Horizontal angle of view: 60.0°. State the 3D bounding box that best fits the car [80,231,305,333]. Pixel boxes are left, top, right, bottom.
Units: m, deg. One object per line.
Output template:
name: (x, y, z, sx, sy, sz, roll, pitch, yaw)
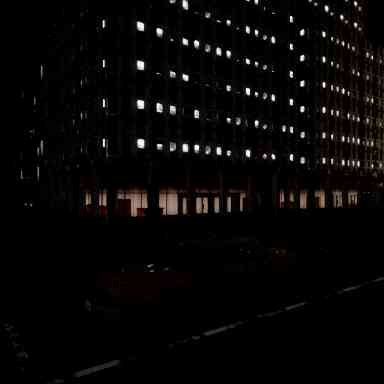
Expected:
car: (0.285, 1.525, 6.767, 4.829, 1.417, 1.752, 0, 0, -36)
